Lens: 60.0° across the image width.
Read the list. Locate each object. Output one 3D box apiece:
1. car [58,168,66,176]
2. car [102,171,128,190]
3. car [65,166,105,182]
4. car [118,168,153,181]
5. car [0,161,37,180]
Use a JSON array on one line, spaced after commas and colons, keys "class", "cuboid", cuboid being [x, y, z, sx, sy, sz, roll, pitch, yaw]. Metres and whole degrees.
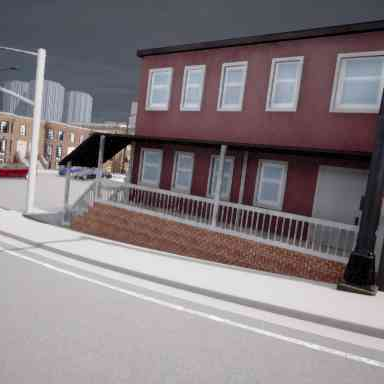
[{"class": "car", "cuboid": [-14.306, -2.574, 41.832, 1.882, 1.535, 5.008, 10, 6, 36]}, {"class": "car", "cuboid": [-6.607, -0.948, 34.432, 1.812, 1.442, 4.674, 10, 6, 35]}, {"class": "car", "cuboid": [-11.850, -2.044, 39.322, 2.128, 1.511, 4.902, 10, 6, 35]}, {"class": "car", "cuboid": [-8.430, -2.553, 49.946, 2.128, 1.511, 4.902, 10, 6, 36]}, {"class": "car", "cuboid": [-17.366, -2.062, 31.672, 1.882, 1.535, 5.008, 10, 6, 35]}]
